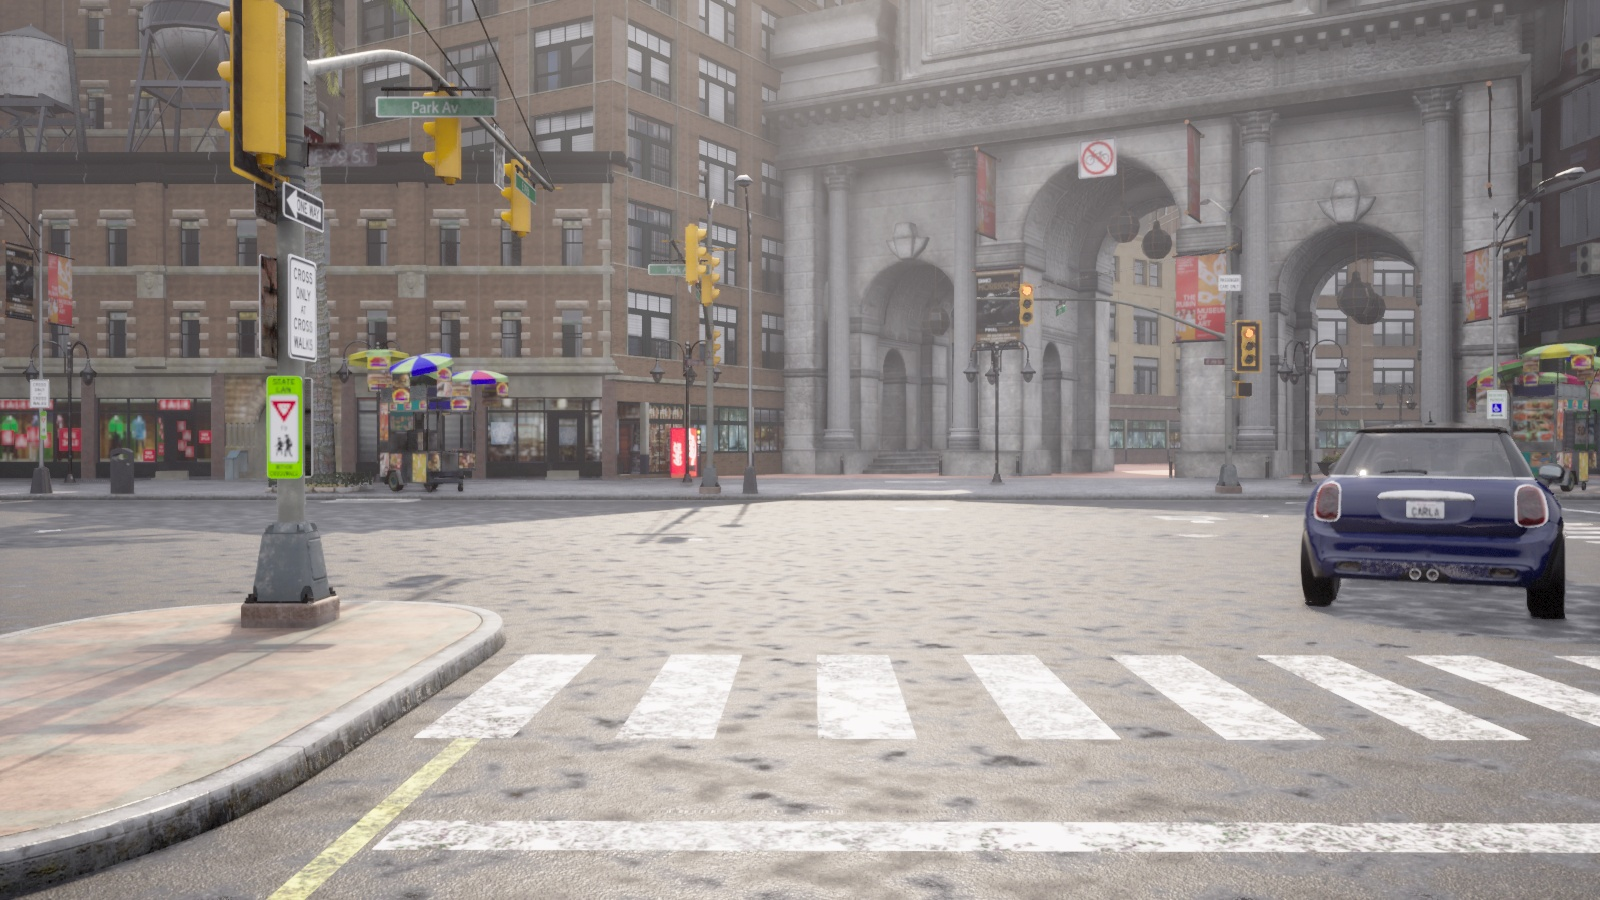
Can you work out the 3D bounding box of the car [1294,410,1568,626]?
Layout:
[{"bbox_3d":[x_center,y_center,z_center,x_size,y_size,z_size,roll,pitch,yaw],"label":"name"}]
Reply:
[{"bbox_3d":[6.511,0.538,12.754,2.097,1.767,4.553,0,0,30],"label":"car"}]
